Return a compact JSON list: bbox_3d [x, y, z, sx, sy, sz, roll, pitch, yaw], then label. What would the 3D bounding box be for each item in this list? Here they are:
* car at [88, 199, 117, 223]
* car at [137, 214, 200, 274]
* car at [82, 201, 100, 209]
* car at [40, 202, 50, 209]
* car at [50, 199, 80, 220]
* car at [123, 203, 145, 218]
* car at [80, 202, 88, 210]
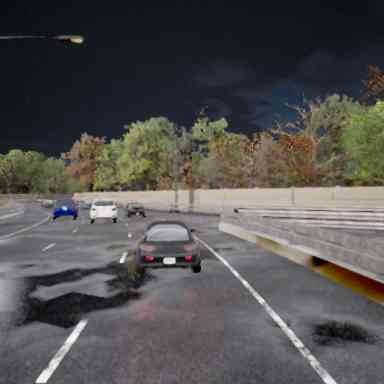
[{"bbox_3d":[-7.969,1.639,29.981,2.150,2.045,5.566,0,-1,-16],"label":"car"},{"bbox_3d":[-0.821,1.672,11.068,1.812,1.442,4.674,0,-1,-6],"label":"car"},{"bbox_3d":[-18.719,2.424,61.535,1.994,1.385,4.181,0,-1,-33],"label":"car"},{"bbox_3d":[-26.066,2.471,60.073,1.895,1.301,4.718,0,-1,-35],"label":"car"},{"bbox_3d":[-12.767,1.705,33.724,2.150,2.045,5.566,0,-1,-19],"label":"car"},{"bbox_3d":[-6.356,1.998,36.376,1.837,1.490,4.892,1,0,-19],"label":"car"},{"bbox_3d":[-18.539,2.322,54.808,2.033,1.411,5.357,0,-1,-31],"label":"car"}]
